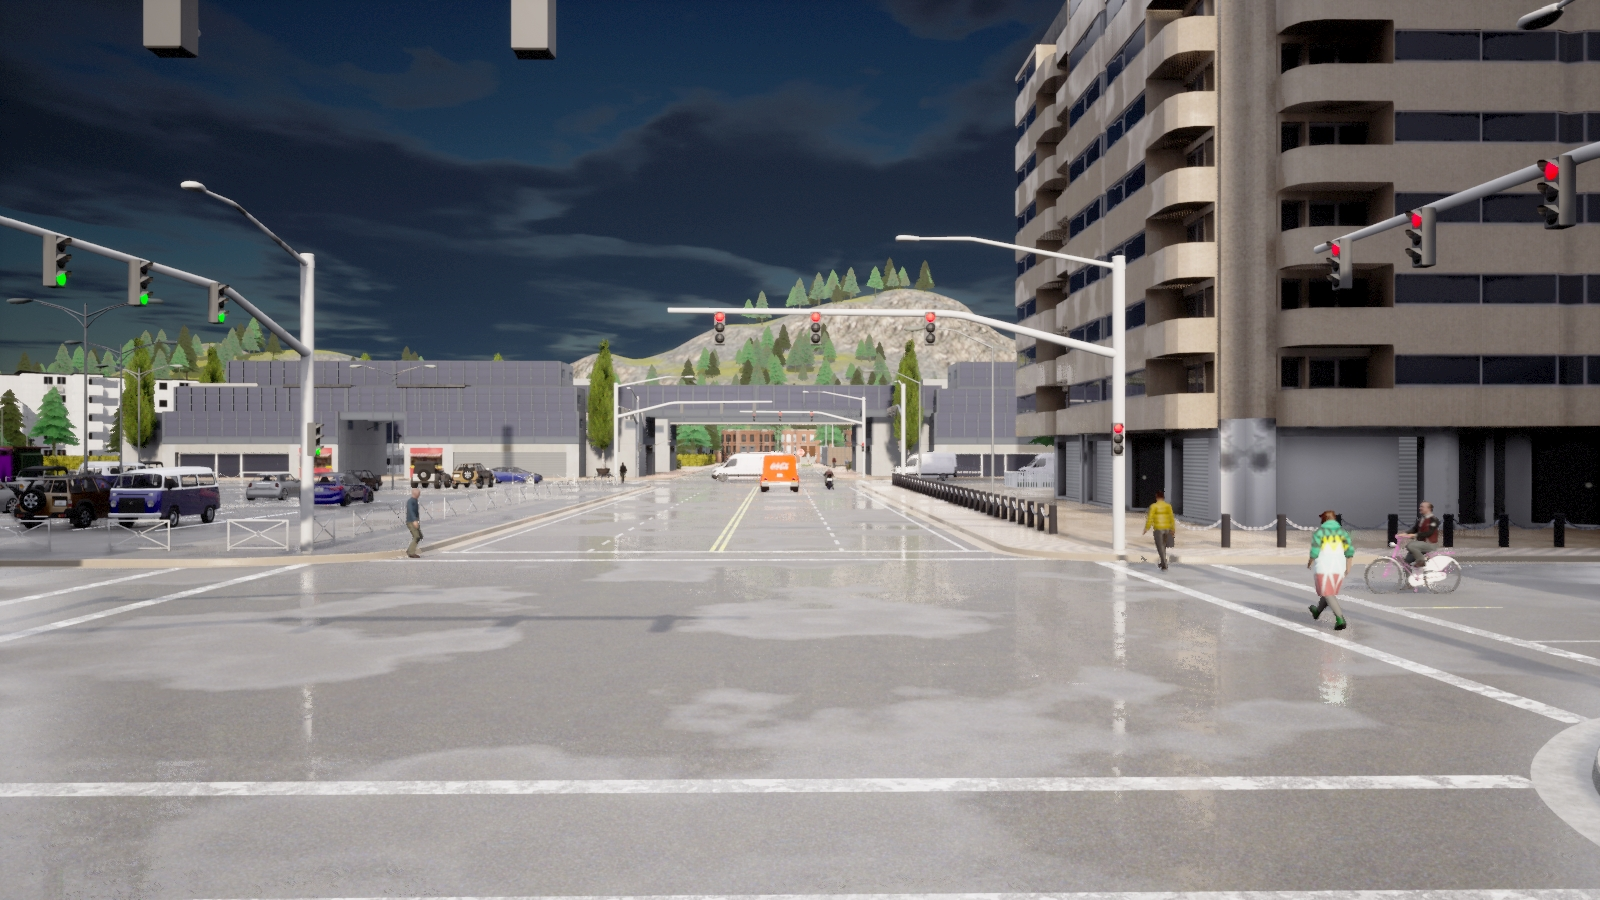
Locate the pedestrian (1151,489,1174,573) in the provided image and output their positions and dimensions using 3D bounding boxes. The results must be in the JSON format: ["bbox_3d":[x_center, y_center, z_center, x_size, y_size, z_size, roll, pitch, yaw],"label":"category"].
[{"bbox_3d":[8.114,1.806,25.592,0.375,1.860,0.375,0,0,-2],"label":"pedestrian"}]

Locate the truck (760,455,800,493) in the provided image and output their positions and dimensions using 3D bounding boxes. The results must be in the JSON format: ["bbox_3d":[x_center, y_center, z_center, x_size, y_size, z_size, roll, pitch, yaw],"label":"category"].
[{"bbox_3d":[-1.366,1.564,77.071,2.627,2.467,5.204,0,0,-1],"label":"truck"}]

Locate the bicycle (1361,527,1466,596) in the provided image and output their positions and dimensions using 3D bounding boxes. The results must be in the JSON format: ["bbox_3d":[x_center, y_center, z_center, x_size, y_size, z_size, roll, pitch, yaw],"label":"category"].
[{"bbox_3d":[11.575,2.105,21.574,1.835,1.271,0.329,0,0,-2],"label":"bicycle"}]

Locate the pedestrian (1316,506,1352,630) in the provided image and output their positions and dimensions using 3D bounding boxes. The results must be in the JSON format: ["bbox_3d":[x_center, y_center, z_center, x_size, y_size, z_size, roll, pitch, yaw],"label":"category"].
[{"bbox_3d":[8.217,1.804,17.590,0.375,1.860,0.375,0,0,-1],"label":"pedestrian"}]

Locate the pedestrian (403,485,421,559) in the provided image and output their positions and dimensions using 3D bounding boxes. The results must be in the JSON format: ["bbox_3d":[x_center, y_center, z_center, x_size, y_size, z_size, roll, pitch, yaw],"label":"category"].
[{"bbox_3d":[-9.894,1.834,29.130,0.375,1.860,0.375,0,0,-8],"label":"pedestrian"}]
